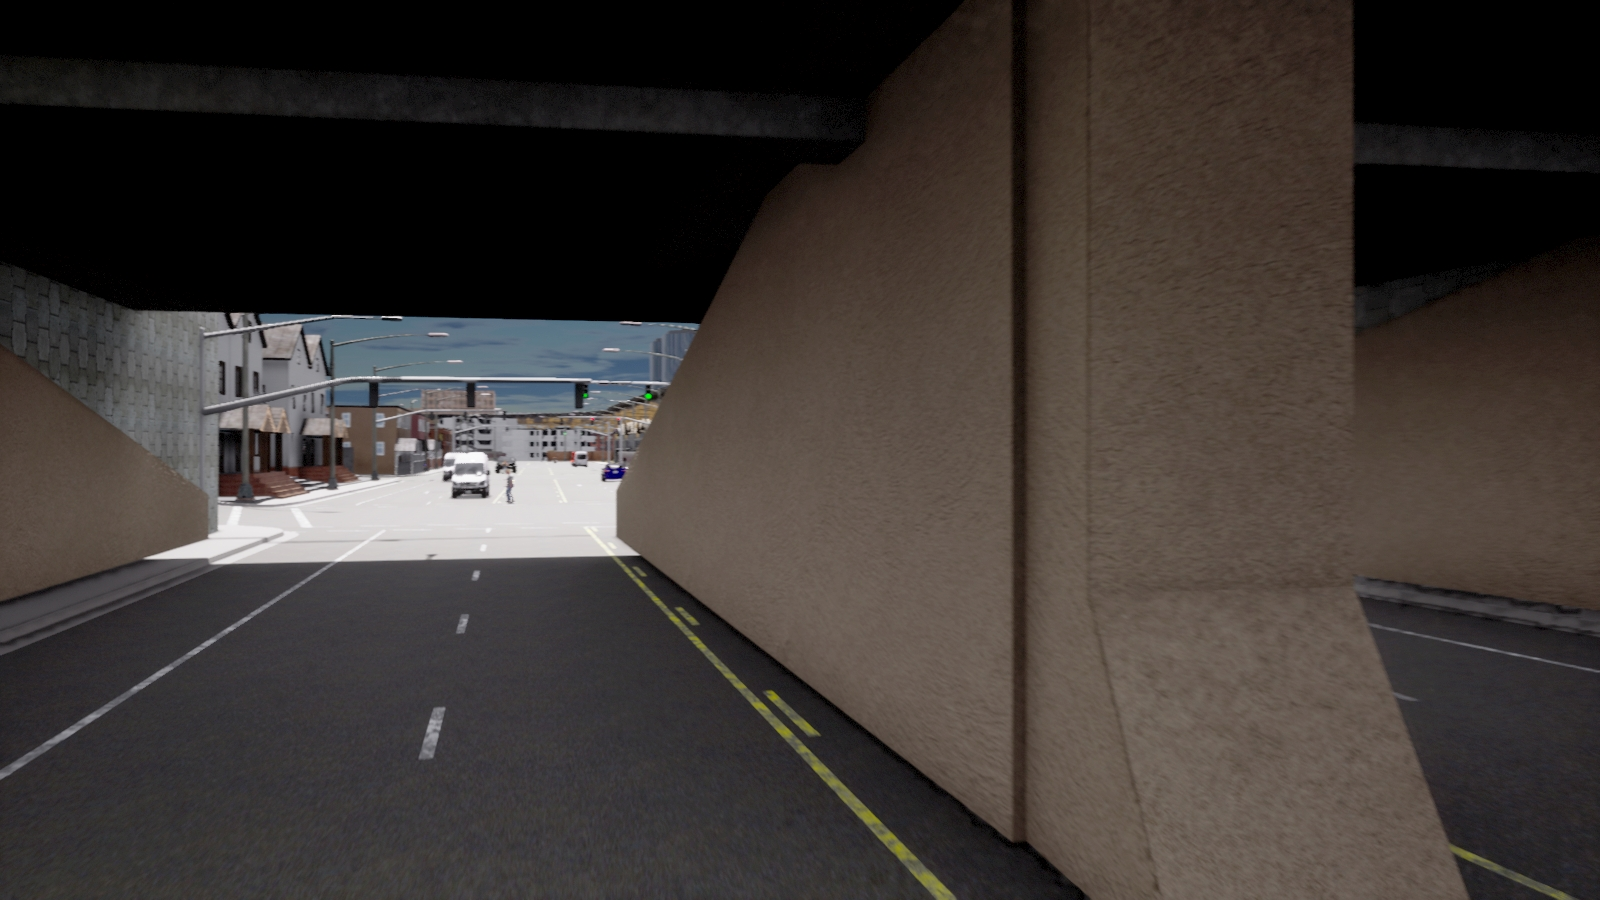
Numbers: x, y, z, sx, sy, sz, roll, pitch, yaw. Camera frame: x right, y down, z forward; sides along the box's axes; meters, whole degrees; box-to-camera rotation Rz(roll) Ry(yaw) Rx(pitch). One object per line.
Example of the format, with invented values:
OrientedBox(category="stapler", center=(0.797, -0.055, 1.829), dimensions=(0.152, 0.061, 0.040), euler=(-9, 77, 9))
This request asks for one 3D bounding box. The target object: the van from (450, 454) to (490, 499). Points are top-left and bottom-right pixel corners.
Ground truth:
OrientedBox(category="van", center=(-19.747, 1.548, 68.600), dimensions=(1.988, 2.561, 5.915), euler=(0, 0, -13))

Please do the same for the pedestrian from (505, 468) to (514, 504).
OrientedBox(category="pedestrian", center=(-15.177, 1.872, 59.672), dimensions=(0.375, 1.860, 0.375), euler=(0, 0, -32))
